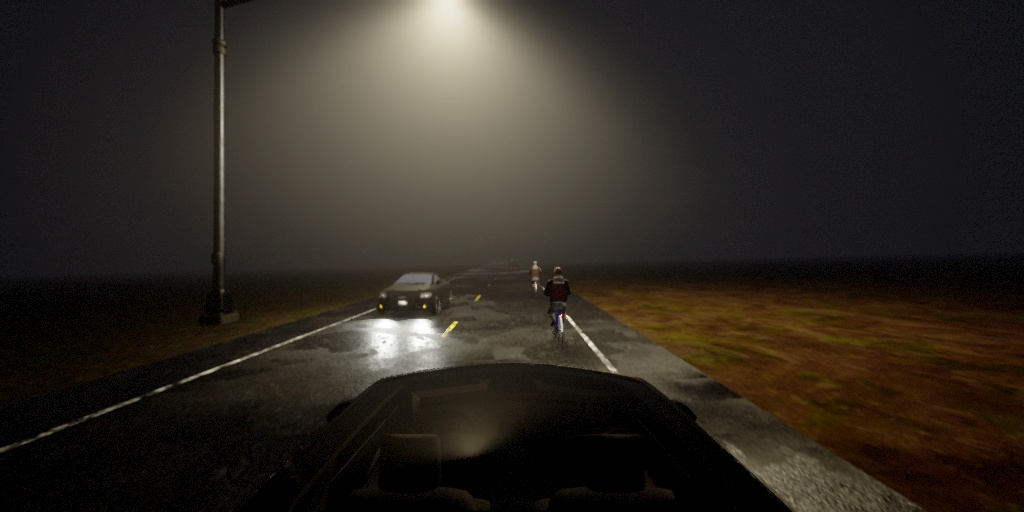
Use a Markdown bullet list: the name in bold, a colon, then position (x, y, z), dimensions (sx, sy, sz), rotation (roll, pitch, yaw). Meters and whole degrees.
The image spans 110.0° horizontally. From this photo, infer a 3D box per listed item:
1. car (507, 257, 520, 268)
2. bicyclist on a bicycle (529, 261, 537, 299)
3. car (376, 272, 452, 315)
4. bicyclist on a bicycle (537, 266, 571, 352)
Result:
- **car**: position (0.300, 1.269, 62.304), dimensions (1.882, 1.535, 5.008), rotation (0, 0, 0)
- **bicyclist on a bicycle**: position (1.089, 1.124, 17.053), dimensions (0.659, 1.776, 1.843), rotation (0, 0, 1)
- **car**: position (-3.511, 1.317, 13.549), dimensions (1.994, 1.385, 4.181), rotation (0, 0, 1)
- **bicyclist on a bicycle**: position (1.010, 1.122, 8.084), dimensions (0.659, 1.776, 1.843), rotation (0, 0, 0)
